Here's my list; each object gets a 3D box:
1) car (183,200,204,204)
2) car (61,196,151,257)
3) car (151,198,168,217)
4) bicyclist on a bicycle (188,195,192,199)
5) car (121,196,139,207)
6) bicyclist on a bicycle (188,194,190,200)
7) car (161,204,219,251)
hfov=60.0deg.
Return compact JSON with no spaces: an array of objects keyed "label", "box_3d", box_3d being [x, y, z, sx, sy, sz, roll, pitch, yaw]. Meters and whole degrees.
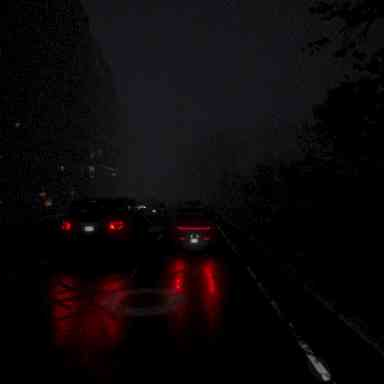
[{"label":"car","box_3d":[0.153,1.463,30.644,1.882,1.535,5.008,0,0,0]},{"label":"car","box_3d":[-3.156,1.215,12.984,2.150,2.045,5.566,0,0,1]},{"label":"car","box_3d":[-3.105,1.549,29.577,1.994,1.385,4.181,0,0,0]},{"label":"bicyclist on a bicycle","box_3d":[-0.238,1.335,81.748,0.659,1.776,1.843,0,0,-3]},{"label":"car","box_3d":[-9.856,1.472,53.223,2.128,1.511,4.902,0,0,-1]},{"label":"bicyclist on a bicycle","box_3d":[-0.837,1.411,90.809,0.582,1.620,1.656,0,0,-4]},{"label":"car","box_3d":[0.102,1.484,14.045,2.128,1.511,4.902,0,0,0]}]
